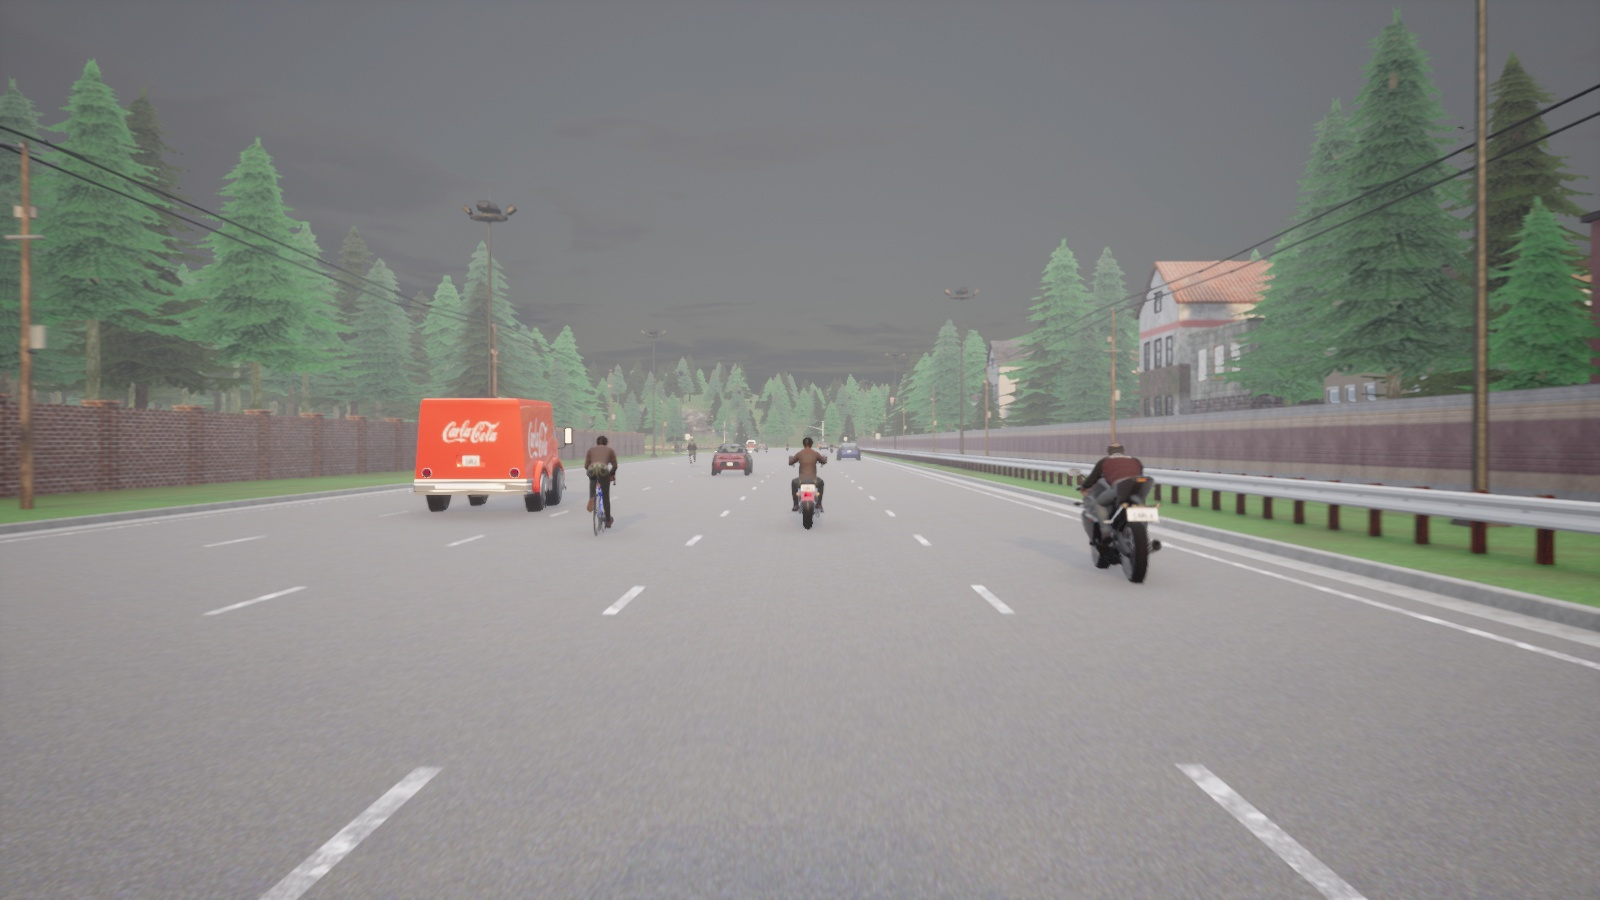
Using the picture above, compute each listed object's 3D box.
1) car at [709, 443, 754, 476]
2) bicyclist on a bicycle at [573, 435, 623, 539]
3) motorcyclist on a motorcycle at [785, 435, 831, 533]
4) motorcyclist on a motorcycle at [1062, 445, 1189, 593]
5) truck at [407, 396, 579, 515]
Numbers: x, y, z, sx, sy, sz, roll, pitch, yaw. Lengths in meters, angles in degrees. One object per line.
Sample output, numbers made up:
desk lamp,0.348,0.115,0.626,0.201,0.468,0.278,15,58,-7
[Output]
car,-3.156,0.430,58.619,1.816,1.474,4.193,0,0,0
bicyclist on a bicycle,-3.267,0.583,20.413,0.582,1.620,1.656,0,0,-2
motorcyclist on a motorcycle,0.141,0.572,22.453,0.766,1.649,2.350,0,0,0
motorcyclist on a motorcycle,3.594,0.706,14.078,0.866,1.530,2.191,0,0,0
truck,-6.824,0.094,28.636,2.627,2.467,5.204,0,0,0
